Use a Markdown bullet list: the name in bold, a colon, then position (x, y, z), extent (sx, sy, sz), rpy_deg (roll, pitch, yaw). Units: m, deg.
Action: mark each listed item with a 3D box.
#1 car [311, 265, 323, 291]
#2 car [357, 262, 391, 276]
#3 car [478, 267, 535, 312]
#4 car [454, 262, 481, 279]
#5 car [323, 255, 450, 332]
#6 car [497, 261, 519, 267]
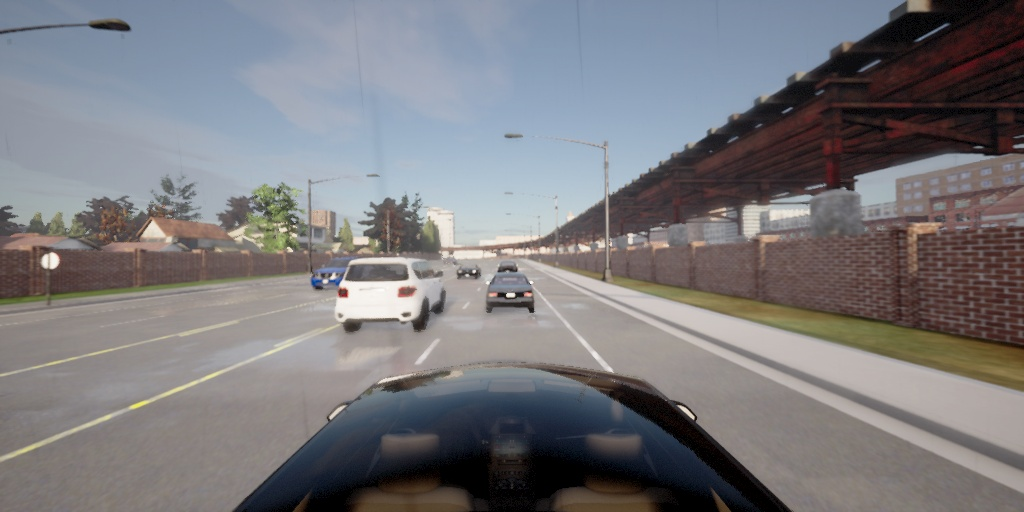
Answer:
- **car**: position (-10.905, 1.099, 23.638), extent (2.150, 2.045, 5.566), rpy_deg (0, 0, -1)
- **car**: position (-14.635, 1.384, 38.395), extent (1.895, 1.301, 4.718), rpy_deg (0, 0, -1)
- **car**: position (-0.080, 1.381, 14.759), extent (2.033, 1.411, 5.357), rpy_deg (0, 0, -1)
- **car**: position (-3.859, 1.368, 33.031), extent (1.895, 1.301, 4.718), rpy_deg (0, 0, -1)
- **car**: position (-3.522, 1.065, 11.409), extent (2.150, 2.045, 5.566), rpy_deg (0, 0, -3)
- **car**: position (-0.382, 1.213, 34.467), extent (1.882, 1.535, 5.008), rpy_deg (0, 1, -1)
